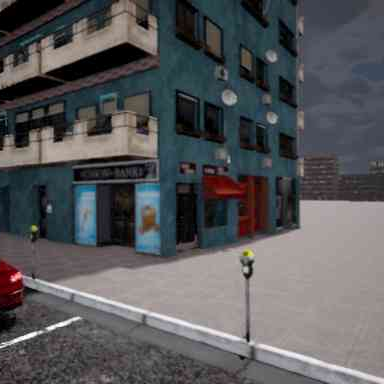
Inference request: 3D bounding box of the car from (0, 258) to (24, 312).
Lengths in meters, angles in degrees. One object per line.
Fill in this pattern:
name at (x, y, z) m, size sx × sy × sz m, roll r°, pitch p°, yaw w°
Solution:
car at (-4.818, 1.552, 6.316) m, size 4.206 × 1.307 × 1.802 m, roll 0°, pitch 0°, yaw 35°
